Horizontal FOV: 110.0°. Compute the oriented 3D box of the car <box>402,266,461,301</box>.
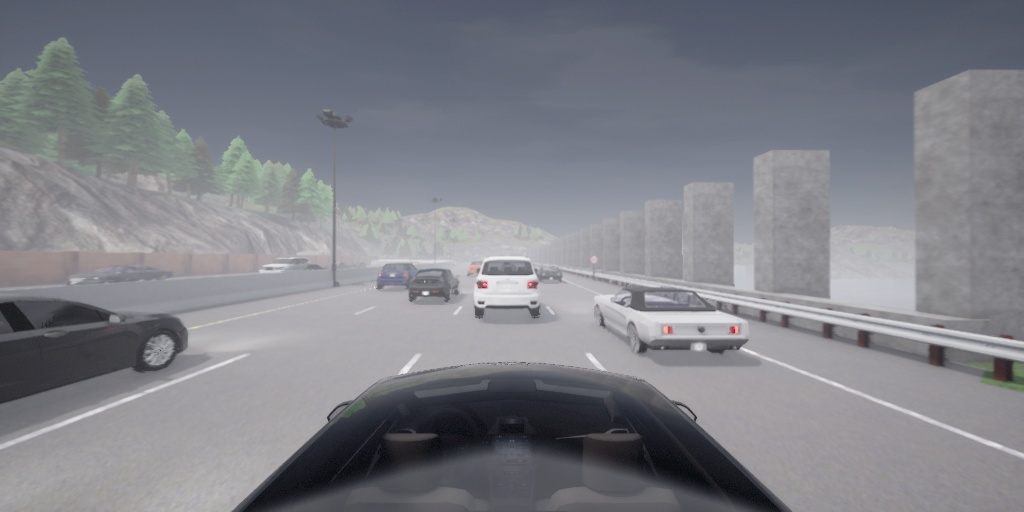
[{"bbox_3d":[-3.753,1.348,17.866,1.837,1.490,4.892,0,0,-1],"label":"car"}]

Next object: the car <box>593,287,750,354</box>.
[{"bbox_3d":[3.413,1.404,8.852,1.895,1.301,4.718,0,0,-1],"label":"car"}]

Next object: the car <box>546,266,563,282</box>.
[{"bbox_3d":[3.192,1.544,31.300,1.895,1.301,4.718,0,0,0],"label":"car"}]

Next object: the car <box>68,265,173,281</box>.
[{"bbox_3d":[-24.995,1.309,22.951,2.128,1.511,4.902,0,0,0],"label":"car"}]

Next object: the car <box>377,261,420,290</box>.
[{"bbox_3d":[-7.298,1.221,23.990,2.097,1.767,4.553,0,0,0],"label":"car"}]

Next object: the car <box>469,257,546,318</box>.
[{"bbox_3d":[-0.186,1.046,13.560,2.150,2.045,5.566,0,0,-1],"label":"car"}]

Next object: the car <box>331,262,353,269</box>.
[{"bbox_3d":[-24.983,1.520,51.171,1.812,1.442,4.674,0,0,-1],"label":"car"}]

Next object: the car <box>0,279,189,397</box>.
[{"bbox_3d":[-7.009,1.257,4.760,1.837,1.490,4.892,0,0,-1],"label":"car"}]

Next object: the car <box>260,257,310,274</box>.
[{"bbox_3d":[-21.494,1.121,34.460,2.150,2.045,5.566,0,-1,0],"label":"car"}]

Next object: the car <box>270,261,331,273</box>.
[{"bbox_3d":[-18.009,1.392,30.857,1.837,1.490,4.892,0,-1,0],"label":"car"}]
